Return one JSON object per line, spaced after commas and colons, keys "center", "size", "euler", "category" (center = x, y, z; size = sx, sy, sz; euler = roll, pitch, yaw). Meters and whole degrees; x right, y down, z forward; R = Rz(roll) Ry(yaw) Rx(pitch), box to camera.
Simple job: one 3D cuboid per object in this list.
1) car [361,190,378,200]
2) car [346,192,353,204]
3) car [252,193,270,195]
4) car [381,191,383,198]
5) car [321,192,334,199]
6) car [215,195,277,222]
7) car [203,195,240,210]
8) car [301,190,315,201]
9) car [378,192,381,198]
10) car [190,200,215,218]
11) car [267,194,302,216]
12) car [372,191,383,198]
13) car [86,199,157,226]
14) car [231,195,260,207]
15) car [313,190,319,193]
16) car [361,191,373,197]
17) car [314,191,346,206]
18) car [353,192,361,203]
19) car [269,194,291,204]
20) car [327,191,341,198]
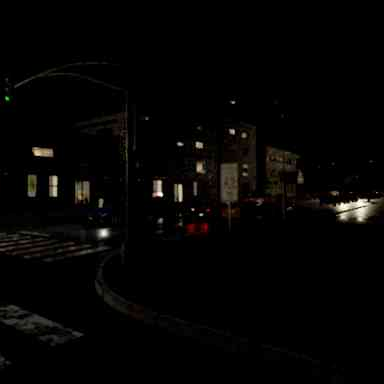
{"center": [32.867, 0.470, 62.457], "size": [2.192, 1.841, 5.009], "euler": [0, 1, 36], "category": "car"}
{"center": [19.885, 0.940, 44.536], "size": [1.802, 1.307, 4.206], "euler": [0, 1, 36], "category": "car"}
{"center": [7.550, 0.875, 37.373], "size": [2.097, 1.767, 4.553], "euler": [-1, 0, 36], "category": "car"}
{"center": [39.359, 0.620, 71.421], "size": [1.947, 1.339, 4.313], "euler": [0, 1, 36], "category": "car"}
{"center": [29.327, 0.749, 71.857], "size": [1.802, 1.307, 4.206], "euler": [0, 1, 36], "category": "car"}
{"center": [3.756, 1.141, 22.268], "size": [1.752, 1.417, 4.829], "euler": [0, 1, 36], "category": "car"}
{"center": [3.262, 1.103, 35.872], "size": [1.752, 1.417, 4.829], "euler": [0, 1, 36], "category": "car"}
{"center": [19.490, 0.845, 58.276], "size": [1.752, 1.417, 4.829], "euler": [0, 1, 36], "category": "car"}
{"center": [36.113, 0.670, 66.939], "size": [1.947, 1.339, 4.313], "euler": [0, 1, 36], "category": "car"}
{"center": [1.920, 1.231, 24.333], "size": [1.895, 1.301, 4.718], "euler": [-1, 0, 36], "category": "car"}
{"center": [6.902, 1.116, 26.612], "size": [2.008, 1.369, 4.403], "euler": [0, 1, 36], "category": "car"}
{"center": [42.430, 0.552, 75.649], "size": [1.887, 1.381, 4.507], "euler": [0, 1, 36], "category": "car"}
{"center": [-4.321, 1.191, 21.002], "size": [1.882, 1.535, 5.008], "euler": [-1, 1, 36], "category": "car"}
{"center": [6.608, 1.106, 40.491], "size": [1.802, 1.307, 4.206], "euler": [0, 1, 36], "category": "car"}
{"center": [22.835, 0.582, 62.894], "size": [2.192, 1.841, 5.009], "euler": [0, 1, 36], "category": "car"}
{"center": [41.449, 0.502, 78.905], "size": [1.837, 1.490, 4.892], "euler": [-1, 0, 36], "category": "car"}
{"center": [16.639, 0.961, 40.055], "size": [2.008, 1.369, 4.403], "euler": [0, 1, 36], "category": "car"}
{"center": [23.130, 0.747, 49.016], "size": [1.967, 1.590, 4.097], "euler": [0, 1, 36], "category": "car"}
{"center": [13.100, 1.003, 49.454], "size": [1.802, 1.307, 4.206], "euler": [0, 1, 36], "category": "car"}
{"center": [32.573, 0.557, 76.337], "size": [1.967, 1.590, 4.097], "euler": [0, 1, 36], "category": "car"}
